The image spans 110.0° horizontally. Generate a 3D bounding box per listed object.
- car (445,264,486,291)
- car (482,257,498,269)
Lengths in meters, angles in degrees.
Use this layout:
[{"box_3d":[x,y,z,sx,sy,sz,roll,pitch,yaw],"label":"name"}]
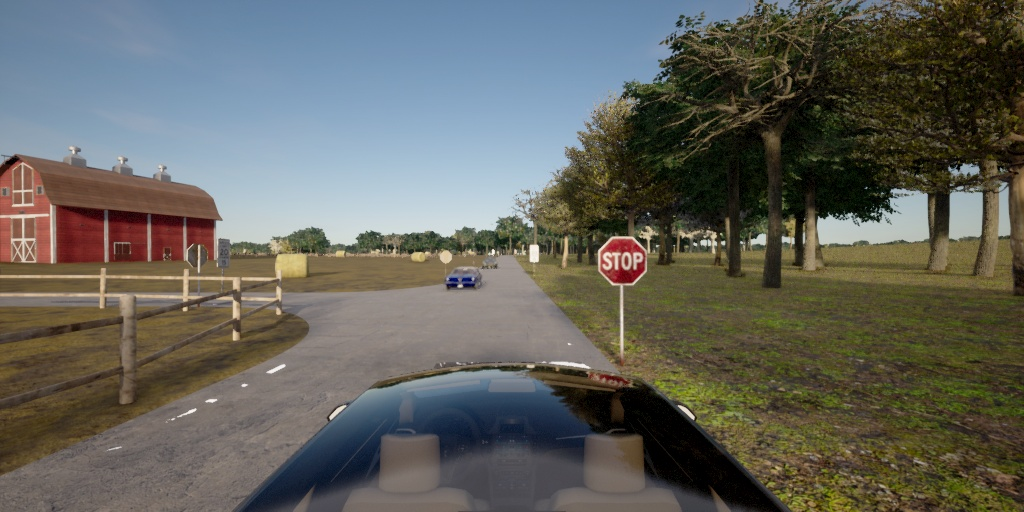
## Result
[{"box_3d":[-2.888,1.353,22.126,1.895,1.301,4.718,0,0,0],"label":"car"},{"box_3d":[-3.083,0.929,50.836,2.097,1.767,4.553,0,1,0],"label":"car"}]
